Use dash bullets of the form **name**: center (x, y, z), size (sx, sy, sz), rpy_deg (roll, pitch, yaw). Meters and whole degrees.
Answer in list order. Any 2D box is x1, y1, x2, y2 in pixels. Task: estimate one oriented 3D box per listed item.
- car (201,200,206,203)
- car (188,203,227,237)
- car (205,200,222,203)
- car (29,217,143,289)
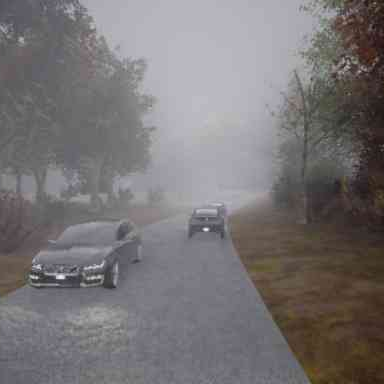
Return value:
- **car**: center (2.605, 1.970, 52.064), size (1.837, 1.490, 4.892), rpy_deg (2, 0, 12)
- **car**: center (0.844, 1.584, 18.497), size (1.837, 1.490, 4.892), rpy_deg (0, -1, 4)
- **car**: center (2.828, 1.849, 36.641), size (1.812, 1.442, 4.674), rpy_deg (0, -1, 8)
- **car**: center (-2.613, 1.514, 9.275), size (1.837, 1.490, 4.892), rpy_deg (0, 0, 2)
